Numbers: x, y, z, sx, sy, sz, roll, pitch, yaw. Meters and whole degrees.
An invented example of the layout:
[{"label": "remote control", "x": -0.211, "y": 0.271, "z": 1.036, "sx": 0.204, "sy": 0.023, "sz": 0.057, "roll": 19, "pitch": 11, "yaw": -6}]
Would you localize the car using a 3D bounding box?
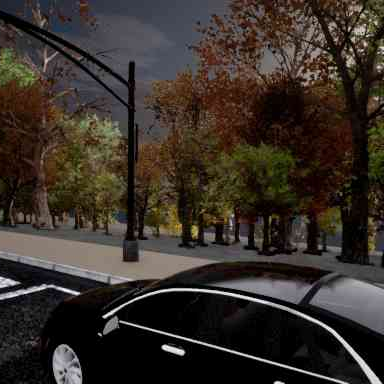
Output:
[{"label": "car", "x": 0.389, "y": 1.505, "z": 3.397, "sx": 4.892, "sy": 1.490, "sz": 1.837, "roll": 0, "pitch": 0, "yaw": 36}]
